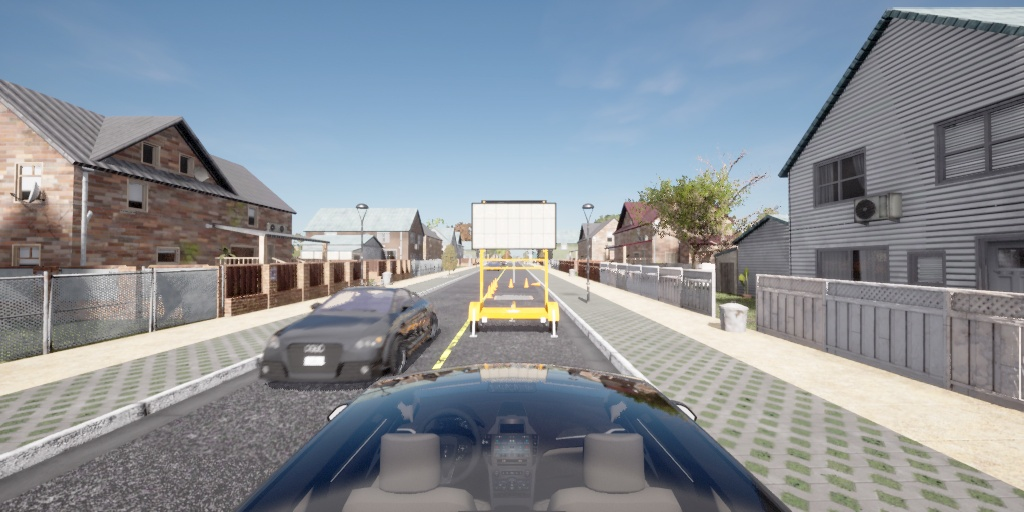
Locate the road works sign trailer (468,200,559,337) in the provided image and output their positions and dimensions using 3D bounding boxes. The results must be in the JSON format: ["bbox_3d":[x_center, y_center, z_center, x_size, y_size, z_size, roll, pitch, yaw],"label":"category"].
[{"bbox_3d":[0.057,0.220,10.260,2.380,3.560,2.880,0,0,1],"label":"road works sign trailer"}]

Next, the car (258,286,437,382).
[{"bbox_3d":[-2.820,1.317,7.124,1.994,1.385,4.181,0,0,0],"label":"car"}]

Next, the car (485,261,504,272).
[{"bbox_3d":[-2.619,1.400,49.813,2.033,1.411,5.357,0,0,0],"label":"car"}]
